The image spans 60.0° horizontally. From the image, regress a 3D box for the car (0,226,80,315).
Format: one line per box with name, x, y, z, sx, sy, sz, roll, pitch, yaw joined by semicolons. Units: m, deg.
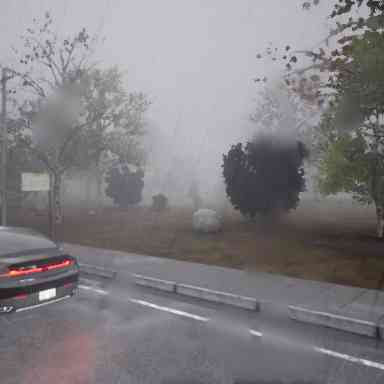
car;-4.402;1.504;7.135;4.892;1.490;1.837;0;0;37
